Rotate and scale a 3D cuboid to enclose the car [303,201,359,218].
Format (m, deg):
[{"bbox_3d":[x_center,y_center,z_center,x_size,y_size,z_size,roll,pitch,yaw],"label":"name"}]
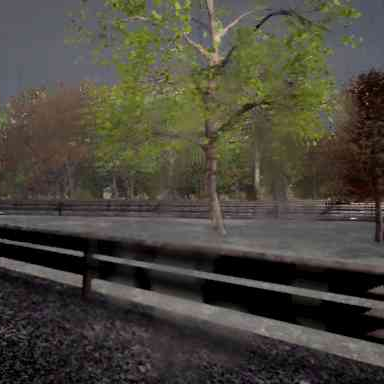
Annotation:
[{"bbox_3d":[12.848,1.582,30.989,4.892,1.490,1.837,0,0,13],"label":"car"}]
